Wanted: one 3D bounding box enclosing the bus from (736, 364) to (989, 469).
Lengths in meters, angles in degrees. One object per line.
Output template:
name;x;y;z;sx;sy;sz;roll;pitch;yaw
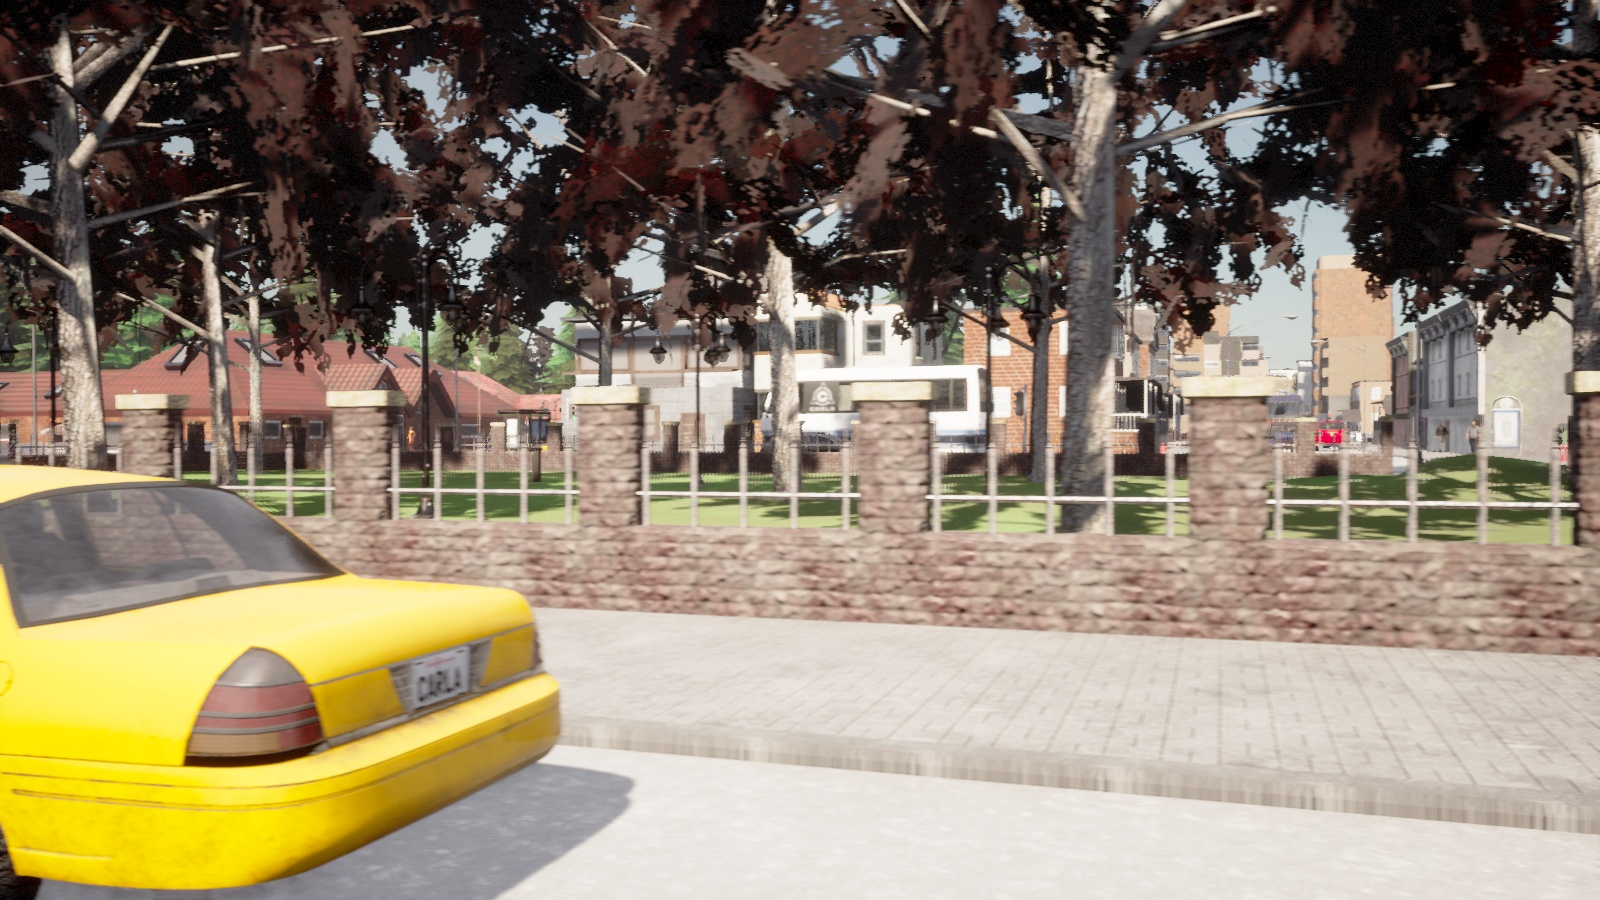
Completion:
bus;2.701;-1.416;54.717;10.273;4.253;3.944;0;1;22

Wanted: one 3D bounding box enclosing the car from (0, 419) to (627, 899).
car;-3.506;0.674;4.898;5.366;1.575;1.801;1;1;19

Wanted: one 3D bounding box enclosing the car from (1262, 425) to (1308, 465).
car;23.358;-0.260;60.597;1.905;1.878;3.866;1;1;19

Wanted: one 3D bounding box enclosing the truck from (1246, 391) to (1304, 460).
truck;27.894;-1.419;74.030;2.891;3.827;8.468;1;1;19

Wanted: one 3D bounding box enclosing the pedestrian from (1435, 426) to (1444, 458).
pedestrian;37.167;-0.493;72.980;0.376;1.854;0.720;1;1;18

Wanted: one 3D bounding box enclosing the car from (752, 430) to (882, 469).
car;0.719;-0.034;51.179;4.902;1.511;2.128;0;1;16

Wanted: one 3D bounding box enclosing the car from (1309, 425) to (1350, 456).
car;35.972;-0.688;85.465;2.150;2.045;5.566;1;1;19

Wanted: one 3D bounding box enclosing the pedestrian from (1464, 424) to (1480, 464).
pedestrian;31.717;-0.293;59.256;0.540;1.848;0.694;1;1;37
